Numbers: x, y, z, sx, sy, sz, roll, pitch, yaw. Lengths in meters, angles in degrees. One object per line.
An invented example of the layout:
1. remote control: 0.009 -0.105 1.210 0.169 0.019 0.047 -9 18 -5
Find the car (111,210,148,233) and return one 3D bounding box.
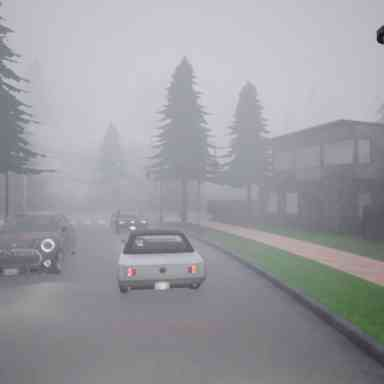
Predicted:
1. car: -4.067 1.753 20.964 1.895 1.301 4.718 0 0 -18

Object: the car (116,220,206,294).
1. car: -0.976 1.667 9.072 1.895 1.301 4.718 0 0 -9

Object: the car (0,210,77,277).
1. car: -5.000 1.431 10.564 2.097 1.767 4.553 0 0 -12

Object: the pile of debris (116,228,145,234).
1. pile of debris: -3.712 2.320 19.975 1.500 0.140 1.860 0 0 -18
